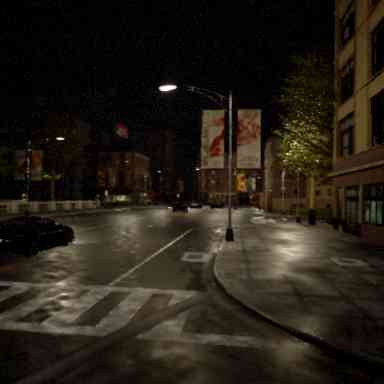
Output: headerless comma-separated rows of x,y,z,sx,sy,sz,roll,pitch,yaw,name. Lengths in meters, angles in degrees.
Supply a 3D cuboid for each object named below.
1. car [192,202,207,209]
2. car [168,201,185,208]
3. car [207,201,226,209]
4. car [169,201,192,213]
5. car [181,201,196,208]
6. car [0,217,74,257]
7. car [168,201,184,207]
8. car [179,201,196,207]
0.925,2.698,66.608,2.128,1.511,4.902,1,-1,13,car
-3.555,2.846,76.309,2.033,1.411,5.357,1,-1,20,car
5.183,2.877,68.852,1.994,1.385,4.181,1,-1,17,car
-1.713,2.379,50.282,1.837,1.490,4.892,1,-1,8,car
-0.807,2.829,73.757,1.812,1.442,4.674,1,-1,20,car
-6.568,1.711,13.685,1.994,1.385,4.181,1,-1,7,car
-3.974,2.930,82.542,2.002,1.452,4.674,0,-1,27,car
-1.130,3.139,87.513,1.895,1.301,4.718,0,-1,37,car
